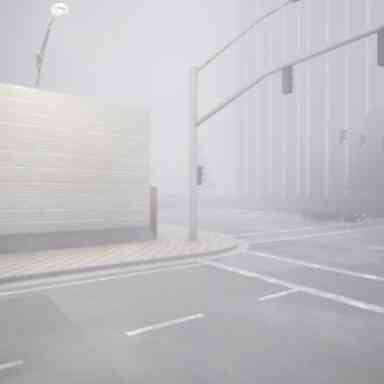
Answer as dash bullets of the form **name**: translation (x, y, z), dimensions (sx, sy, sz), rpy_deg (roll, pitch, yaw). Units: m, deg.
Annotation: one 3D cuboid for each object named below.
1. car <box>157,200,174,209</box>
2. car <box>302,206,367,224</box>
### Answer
- **car**: translation (-4.366, 1.809, 48.657), dimensions (1.994, 1.385, 4.181), rpy_deg (0, -1, -36)
- **car**: translation (11.307, 1.813, 26.850), dimensions (1.895, 1.301, 4.718), rpy_deg (0, 0, -36)
